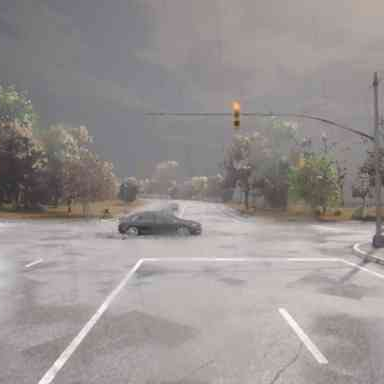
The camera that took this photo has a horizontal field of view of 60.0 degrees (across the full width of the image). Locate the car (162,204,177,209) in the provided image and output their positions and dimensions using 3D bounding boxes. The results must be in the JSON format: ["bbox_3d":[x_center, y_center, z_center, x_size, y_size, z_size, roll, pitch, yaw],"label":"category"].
[{"bbox_3d":[-3.625,2.885,48.016,2.033,1.411,5.357,0,-1,0],"label":"car"}]

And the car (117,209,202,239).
[{"bbox_3d":[-1.852,1.930,19.395,4.892,1.490,1.837,0,-2,3],"label":"car"}]

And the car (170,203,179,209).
[{"bbox_3d":[-3.574,2.914,64.686,1.837,1.490,4.892,0,0,0],"label":"car"}]
